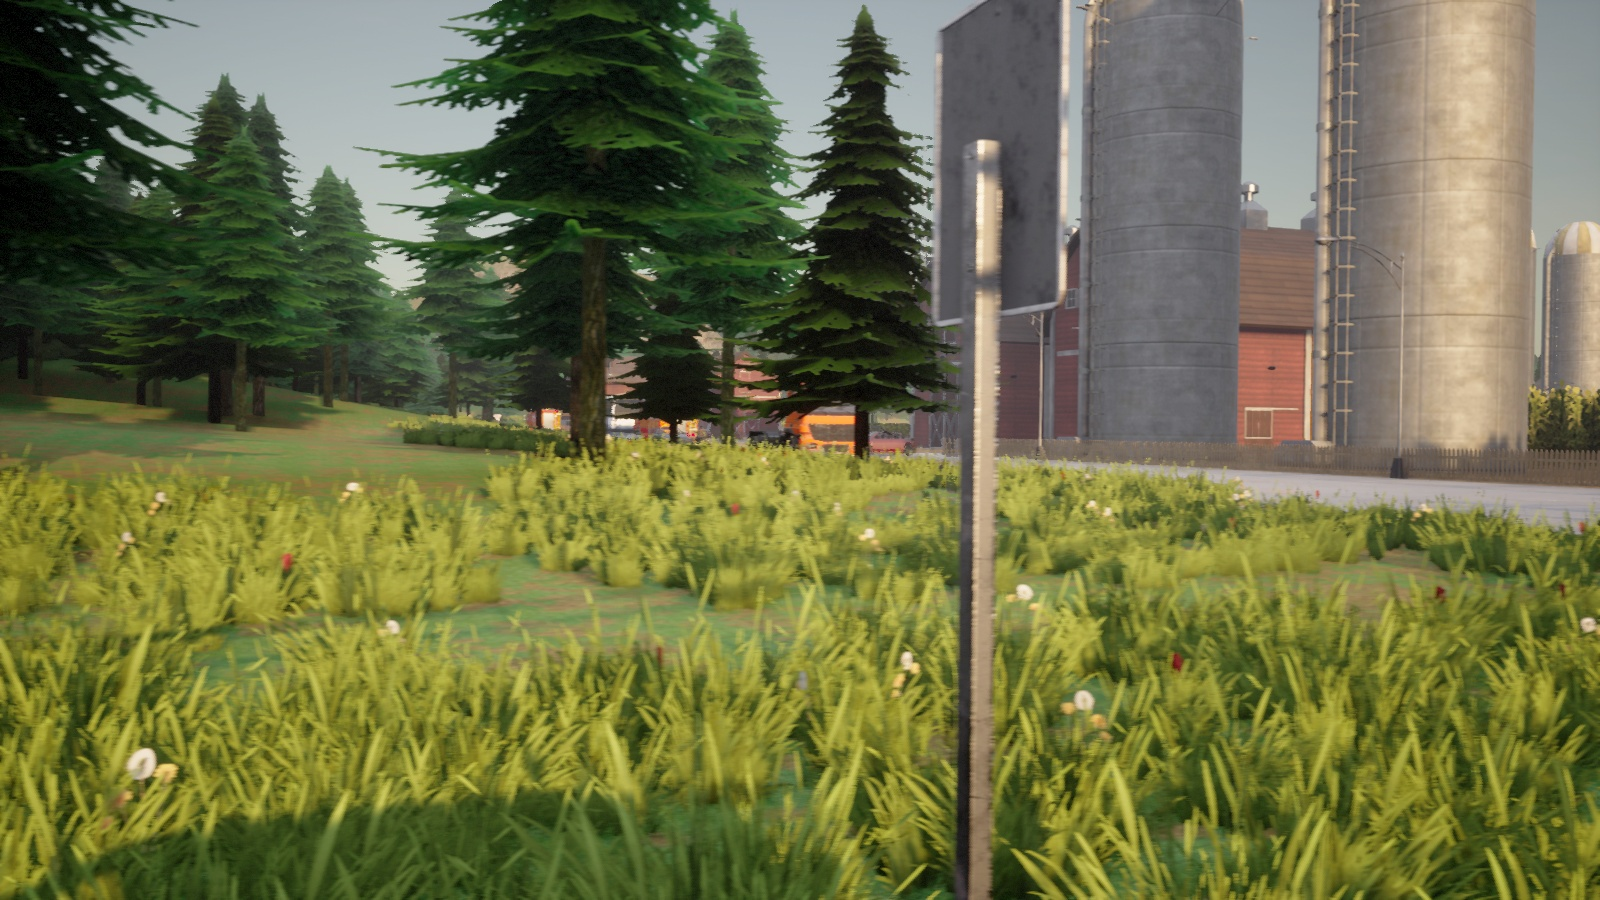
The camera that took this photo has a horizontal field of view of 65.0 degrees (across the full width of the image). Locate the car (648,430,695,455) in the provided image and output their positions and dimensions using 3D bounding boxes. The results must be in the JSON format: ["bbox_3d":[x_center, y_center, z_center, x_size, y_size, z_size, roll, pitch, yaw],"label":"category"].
[{"bbox_3d":[-7.857,-0.486,76.365,1.816,1.474,4.193,-1,1,-20],"label":"car"}]

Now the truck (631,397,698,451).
[{"bbox_3d":[-10.103,-1.902,92.561,2.891,3.827,8.468,-1,1,-20],"label":"truck"}]

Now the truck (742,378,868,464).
[{"bbox_3d":[0.063,-1.216,54.785,2.891,3.462,7.936,-1,1,-20],"label":"truck"}]
